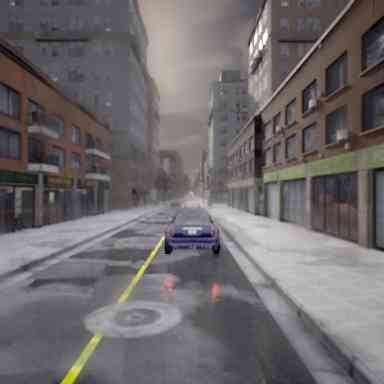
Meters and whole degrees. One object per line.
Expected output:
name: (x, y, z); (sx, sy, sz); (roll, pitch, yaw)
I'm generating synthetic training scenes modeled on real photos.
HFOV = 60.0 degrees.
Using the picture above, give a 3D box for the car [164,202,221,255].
car: (0.014, 1.484, 14.073); (2.097, 1.767, 4.553); (0, -1, 0)

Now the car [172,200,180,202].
car: (-2.956, 2.147, 60.620); (1.895, 1.301, 4.718); (0, -1, 0)
